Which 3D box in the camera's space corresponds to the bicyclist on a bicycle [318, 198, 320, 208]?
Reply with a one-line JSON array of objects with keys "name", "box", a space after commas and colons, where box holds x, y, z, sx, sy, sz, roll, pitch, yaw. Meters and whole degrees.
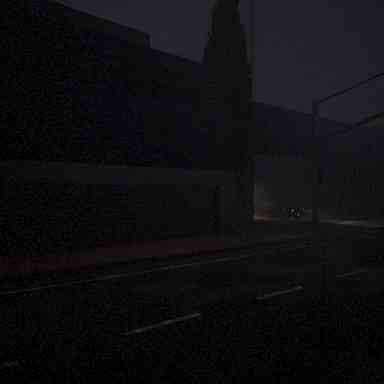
[{"name": "bicyclist on a bicycle", "box": [16.238, 1.303, 43.289, 1.656, 1.620, 0.582, 0, 0, -37]}]

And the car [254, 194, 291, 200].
[{"name": "car", "box": [8.713, 1.221, 34.182, 2.150, 2.045, 5.566, 0, 0, -36]}]

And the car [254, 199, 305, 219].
[{"name": "car", "box": [7.651, 1.601, 29.751, 1.895, 1.301, 4.718, 0, 0, -37]}]
